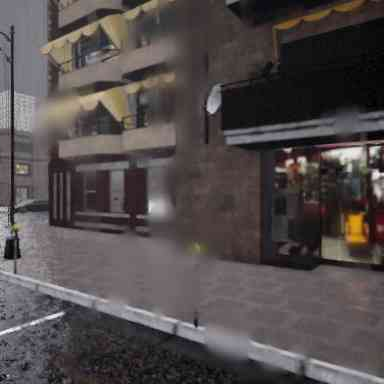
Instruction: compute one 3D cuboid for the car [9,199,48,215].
[{"bbox_3d":[-15.142,1.356,31.855,1.947,1.339,4.313,1,1,35],"label":"car"}]
